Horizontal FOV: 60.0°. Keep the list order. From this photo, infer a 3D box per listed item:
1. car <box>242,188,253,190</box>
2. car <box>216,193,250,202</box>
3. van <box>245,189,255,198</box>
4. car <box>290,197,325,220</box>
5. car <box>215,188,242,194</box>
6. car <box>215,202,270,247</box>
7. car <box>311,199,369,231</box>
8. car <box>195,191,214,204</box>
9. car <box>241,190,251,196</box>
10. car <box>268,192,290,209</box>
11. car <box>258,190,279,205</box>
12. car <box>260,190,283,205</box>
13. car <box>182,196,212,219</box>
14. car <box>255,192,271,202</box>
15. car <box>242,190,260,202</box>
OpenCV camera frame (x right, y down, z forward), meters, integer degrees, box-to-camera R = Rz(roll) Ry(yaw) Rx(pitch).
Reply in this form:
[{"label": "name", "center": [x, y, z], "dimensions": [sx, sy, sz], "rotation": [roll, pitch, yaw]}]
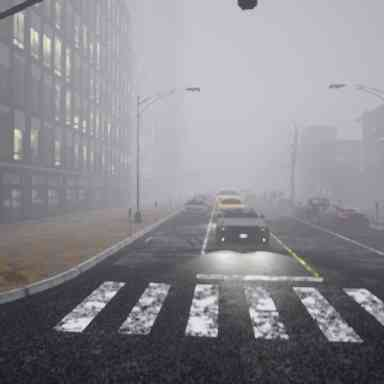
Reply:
[{"label": "car", "center": [8.429, 0.442, 53.772], "dimensions": [2.150, 2.045, 5.566], "rotation": [0, 1, 5]}, {"label": "car", "center": [2.837, 1.112, 24.009], "dimensions": [1.882, 1.535, 5.008], "rotation": [0, 1, 5]}, {"label": "van", "center": [12.784, 0.271, 73.493], "dimensions": [1.690, 1.788, 3.998], "rotation": [1, 1, 5]}, {"label": "car", "center": [8.637, 1.091, 23.753], "dimensions": [1.967, 1.590, 4.097], "rotation": [1, 1, 5]}, {"label": "car", "center": [3.737, 0.710, 34.656], "dimensions": [2.150, 2.045, 5.566], "rotation": [0, 1, 5]}, {"label": "car", "center": [1.979, 1.338, 13.679], "dimensions": [1.994, 1.385, 4.181], "rotation": [0, 1, 5]}, {"label": "car", "center": [8.175, 1.307, 18.226], "dimensions": [1.802, 1.307, 4.206], "rotation": [1, 1, 5]}, {"label": "car", "center": [0.747, 0.988, 29.974], "dimensions": [1.967, 1.590, 4.097], "rotation": [1, 1, 5]}, {"label": "car", "center": [13.703, 0.200, 84.547], "dimensions": [1.967, 1.590, 4.097], "rotation": [1, 1, 5]}, {"label": "car", "center": [9.557, 1.049, 34.807], "dimensions": [2.008, 1.369, 4.403], "rotation": [1, 1, 5]}, {"label": "car", "center": [10.482, 0.656, 45.859], "dimensions": [2.192, 1.841, 5.009], "rotation": [1, 1, 5]}, {"label": "car", "center": [10.021, 0.735, 40.330], "dimensions": [2.192, 1.841, 5.009], "rotation": [1, 1, 5]}, {"label": "car", "center": [0.284, 1.205, 24.450], "dimensions": [1.802, 1.307, 4.206], "rotation": [1, 1, 5]}, {"label": "car", "center": [10.954, 0.784, 51.559], "dimensions": [1.752, 1.417, 4.829], "rotation": [1, 1, 5]}, {"label": "car", "center": [7.648, 0.871, 43.784], "dimensions": [1.837, 1.490, 4.892], "rotation": [0, 1, 5]}]
